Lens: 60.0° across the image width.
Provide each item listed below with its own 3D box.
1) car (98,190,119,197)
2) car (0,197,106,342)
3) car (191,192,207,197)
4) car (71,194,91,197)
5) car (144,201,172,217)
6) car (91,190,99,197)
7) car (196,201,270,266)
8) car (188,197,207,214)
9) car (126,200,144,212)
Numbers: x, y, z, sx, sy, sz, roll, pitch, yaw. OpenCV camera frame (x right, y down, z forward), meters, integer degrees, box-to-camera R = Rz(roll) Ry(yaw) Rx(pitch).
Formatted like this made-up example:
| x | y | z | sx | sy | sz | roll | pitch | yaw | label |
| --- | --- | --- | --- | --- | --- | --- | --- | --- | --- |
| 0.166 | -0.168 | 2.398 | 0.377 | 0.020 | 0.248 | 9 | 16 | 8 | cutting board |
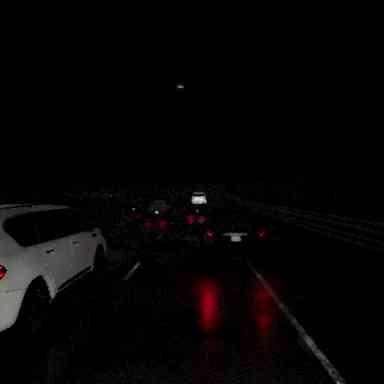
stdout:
| x | y | z | sx | sy | sz | roll | pitch | yaw | label |
| --- | --- | --- | --- | --- | --- | --- | --- | --- | --- |
| -15.692 | 0.738 | 64.382 | 2.150 | 2.045 | 5.566 | 0 | 1 | 3 | car |
| -3.398 | 1.231 | 6.611 | 2.150 | 2.045 | 5.566 | 0 | 0 | 1 | car |
| 1.039 | 1.021 | 48.518 | 2.150 | 2.045 | 5.566 | 0 | 1 | 3 | car |
| -22.563 | 1.062 | 66.781 | 1.895 | 1.301 | 4.718 | 0 | 1 | 3 | car |
| -2.965 | 1.522 | 30.939 | 1.812 | 1.442 | 4.674 | 0 | 0 | 2 | car |
| -18.973 | 0.669 | 68.261 | 2.150 | 2.045 | 5.566 | 0 | 1 | 3 | car |
| 1.294 | 1.360 | 11.730 | 2.097 | 1.767 | 4.553 | 0 | 0 | 1 | car |
| 0.610 | 1.569 | 35.103 | 1.895 | 1.301 | 4.718 | 0 | 0 | 3 | car |
| -6.264 | 1.541 | 38.550 | 1.895 | 1.301 | 4.718 | 0 | 1 | 2 | car |
